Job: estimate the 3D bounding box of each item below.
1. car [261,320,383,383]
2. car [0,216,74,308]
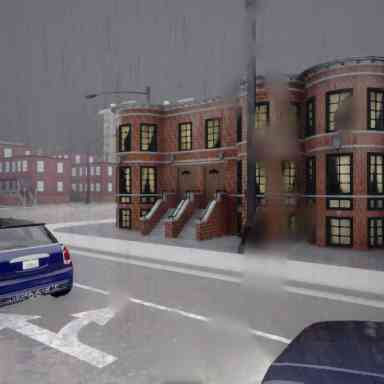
[{"bbox_3d":[3.055,1.547,1.809,5.357,1.411,2.033,0,0,36],"label":"car"},{"bbox_3d":[-4.716,1.352,7.355,4.553,1.767,2.097,0,0,35],"label":"car"}]
